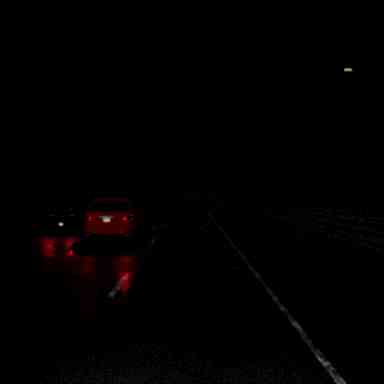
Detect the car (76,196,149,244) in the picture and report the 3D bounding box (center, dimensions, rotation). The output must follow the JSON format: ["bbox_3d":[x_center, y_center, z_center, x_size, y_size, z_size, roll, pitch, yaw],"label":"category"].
[{"bbox_3d":[-3.402,1.210,15.947,2.150,2.045,5.566,0,0,0],"label":"car"}]

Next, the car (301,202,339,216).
[{"bbox_3d":[10.725,1.600,29.332,2.033,1.411,5.357,0,0,-12],"label":"car"}]

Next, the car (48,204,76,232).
[{"bbox_3d":[-6.902,1.477,19.947,2.128,1.511,4.902,0,0,0],"label":"car"}]
